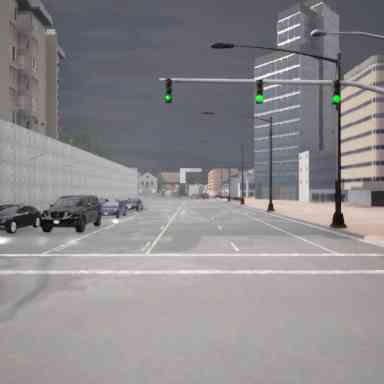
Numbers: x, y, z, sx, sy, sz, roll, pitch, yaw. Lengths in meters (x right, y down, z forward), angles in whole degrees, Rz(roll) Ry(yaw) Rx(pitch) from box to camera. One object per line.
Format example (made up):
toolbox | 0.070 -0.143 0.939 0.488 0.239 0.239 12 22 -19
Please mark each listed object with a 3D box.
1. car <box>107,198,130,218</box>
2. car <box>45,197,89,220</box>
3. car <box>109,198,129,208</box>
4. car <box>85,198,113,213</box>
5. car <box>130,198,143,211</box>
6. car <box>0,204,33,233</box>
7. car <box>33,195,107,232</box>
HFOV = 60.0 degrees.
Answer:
car | -7.115 1.521 29.838 1.812 1.442 4.674 0 0 0
car | -10.616 1.348 28.633 2.097 1.767 4.553 0 0 0
car | -10.583 1.593 48.511 1.895 1.301 4.718 0 0 0
car | -10.615 1.499 38.451 1.837 1.490 4.892 0 0 0
car | -7.113 1.485 40.181 2.128 1.511 4.902 0 0 0
car | -10.611 1.502 19.566 1.837 1.490 4.892 0 0 0
car | -7.107 1.218 20.198 2.150 2.045 5.566 0 0 0
